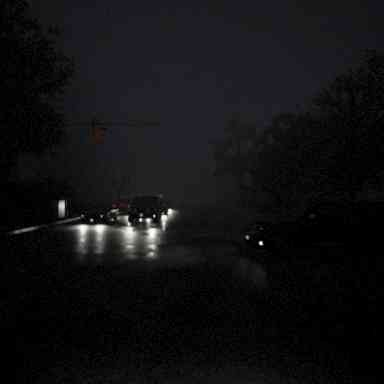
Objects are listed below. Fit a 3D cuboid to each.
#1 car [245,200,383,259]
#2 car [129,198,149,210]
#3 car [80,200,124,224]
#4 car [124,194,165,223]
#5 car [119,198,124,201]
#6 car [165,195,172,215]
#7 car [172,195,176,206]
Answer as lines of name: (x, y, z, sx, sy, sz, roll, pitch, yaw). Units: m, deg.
car: (4.825, 1.318, 12.425, 5.566, 2.045, 2.150, 0, 0, -3)
car: (-7.231, 1.595, 45.784, 2.128, 1.511, 4.902, 0, 0, -1)
car: (-7.113, 1.632, 26.237, 2.033, 1.411, 5.357, 0, 0, 0)
car: (-3.631, 1.306, 26.419, 2.150, 2.045, 5.566, 0, 0, 0)
car: (-7.139, 1.457, 35.672, 2.097, 1.767, 4.553, 0, 0, 0)
car: (-3.640, 1.457, 35.831, 2.097, 1.767, 4.553, 0, 0, 0)
car: (-3.774, 1.594, 47.494, 2.128, 1.511, 4.902, 0, 0, -1)
